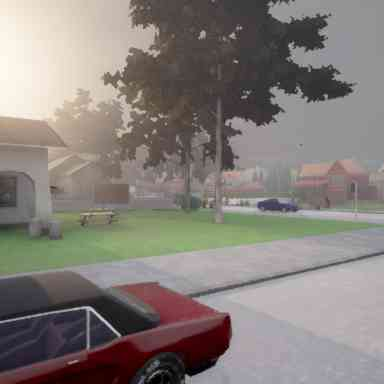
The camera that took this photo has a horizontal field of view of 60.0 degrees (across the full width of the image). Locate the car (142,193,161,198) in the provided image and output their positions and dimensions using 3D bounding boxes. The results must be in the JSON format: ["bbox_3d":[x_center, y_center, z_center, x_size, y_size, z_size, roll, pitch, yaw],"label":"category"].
[{"bbox_3d":[-8.411,1.221,69.103,2.150,2.045,5.566,0,0,-36],"label":"car"}]

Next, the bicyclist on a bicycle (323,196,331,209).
[{"bbox_3d":[16.740,1.348,41.287,1.656,1.620,0.582,0,0,-36],"label":"bicyclist on a bicycle"}]

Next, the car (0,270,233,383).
[{"bbox_3d":[-1.934,1.601,3.219,4.718,1.301,1.895,0,0,-36],"label":"car"}]

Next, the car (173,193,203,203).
[{"bbox_3d":[-0.505,1.219,50.929,2.150,2.045,5.566,0,0,-35],"label":"car"}]

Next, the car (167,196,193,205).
[{"bbox_3d":[-2.205,1.546,60.466,2.033,1.411,5.357,0,0,-35],"label":"car"}]

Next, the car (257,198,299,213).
[{"bbox_3d":[9.525,1.477,36.938,1.882,1.535,5.008,0,0,-36],"label":"car"}]
